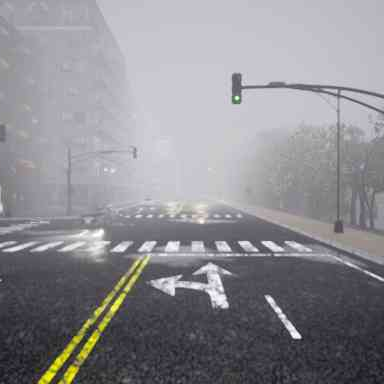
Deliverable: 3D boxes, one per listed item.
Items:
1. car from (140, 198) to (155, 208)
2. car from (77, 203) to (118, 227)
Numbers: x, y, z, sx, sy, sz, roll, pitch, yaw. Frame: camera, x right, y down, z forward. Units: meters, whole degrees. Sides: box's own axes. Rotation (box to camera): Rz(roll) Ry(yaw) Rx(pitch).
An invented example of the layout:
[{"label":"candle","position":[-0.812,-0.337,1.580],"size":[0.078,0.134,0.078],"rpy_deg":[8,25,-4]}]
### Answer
[{"label":"car","position":[-6.480,1.557,48.758],"size":[1.812,1.442,4.674],"rpy_deg":[0,1,0]},{"label":"car","position":[-6.500,1.583,23.304],"size":[2.128,1.511,4.902],"rpy_deg":[-1,0,0]}]
